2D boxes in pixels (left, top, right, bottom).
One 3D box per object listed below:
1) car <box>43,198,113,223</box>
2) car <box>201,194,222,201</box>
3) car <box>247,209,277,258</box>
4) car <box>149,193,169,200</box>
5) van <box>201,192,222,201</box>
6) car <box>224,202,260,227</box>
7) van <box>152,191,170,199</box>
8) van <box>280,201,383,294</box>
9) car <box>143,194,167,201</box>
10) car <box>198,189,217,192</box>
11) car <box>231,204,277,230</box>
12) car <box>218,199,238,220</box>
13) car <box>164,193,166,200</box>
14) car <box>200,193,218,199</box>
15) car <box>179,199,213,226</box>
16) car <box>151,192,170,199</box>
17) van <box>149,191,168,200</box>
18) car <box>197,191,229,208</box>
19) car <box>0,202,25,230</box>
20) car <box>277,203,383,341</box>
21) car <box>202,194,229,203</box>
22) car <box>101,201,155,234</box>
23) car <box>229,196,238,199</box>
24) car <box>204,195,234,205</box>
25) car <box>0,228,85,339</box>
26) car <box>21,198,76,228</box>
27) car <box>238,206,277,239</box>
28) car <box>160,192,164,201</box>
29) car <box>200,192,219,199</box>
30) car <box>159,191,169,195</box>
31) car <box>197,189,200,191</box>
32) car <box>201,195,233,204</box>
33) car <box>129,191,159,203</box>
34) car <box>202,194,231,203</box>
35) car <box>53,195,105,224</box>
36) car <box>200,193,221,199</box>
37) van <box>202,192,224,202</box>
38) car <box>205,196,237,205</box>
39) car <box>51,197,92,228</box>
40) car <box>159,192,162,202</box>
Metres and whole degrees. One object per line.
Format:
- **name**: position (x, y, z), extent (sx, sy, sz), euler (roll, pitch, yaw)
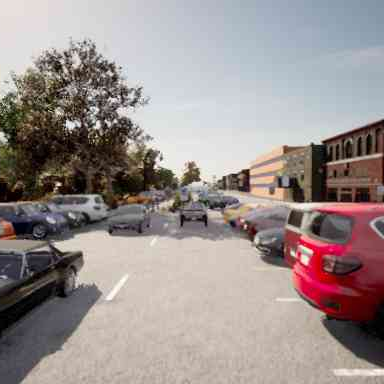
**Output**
- **car**: position (-8.501, 1.337, 25.082), extent (4.553, 1.767, 2.185), euler (0, 0, 0)
- **car**: position (4.445, 1.189, 76.537), extent (4.674, 1.452, 2.002), euler (0, 1, 0)
- **car**: position (4.550, 1.474, 11.157), extent (4.892, 1.521, 2.231), euler (0, 0, 0)
- **car**: position (-8.139, 1.070, 82.180), extent (4.792, 1.488, 2.163), euler (0, 1, 0)
- **van**: position (4.322, 0.956, 73.577), extent (4.442, 1.987, 1.878), euler (0, 0, 0)
- **car**: position (4.517, 1.496, 19.507), extent (4.792, 1.488, 2.163), euler (0, 0, 0)
- **van**: position (-8.207, 0.700, 87.818), extent (4.442, 1.987, 1.878), euler (0, 1, 0)
- **van**: position (4.659, 1.249, 8.250), extent (4.442, 1.987, 1.878), euler (0, 0, 0)
- **car**: position (-8.131, 1.181, 73.573), extent (5.008, 1.535, 2.097), euler (0, 0, 0)
- **car**: position (4.442, 0.956, 65.221), extent (5.566, 2.045, 2.435), euler (0, 0, 0)
- **car**: position (4.542, 1.509, 16.724), extent (4.674, 1.452, 2.002), euler (0, 0, 0)
- **car**: position (4.532, 1.503, 24.932), extent (4.674, 1.452, 2.002), euler (-1, 0, 0)
- **car**: position (-8.134, 1.237, 65.090), extent (4.792, 1.488, 2.163), euler (0, 0, 0)
- **car**: position (4.478, 0.965, 87.847), extent (4.674, 1.452, 2.002), euler (0, 1, 0)
- **car**: position (0.118, 1.475, 23.509), extent (2.128, 1.511, 4.902), euler (0, 0, 0)
- **car**: position (-8.068, 0.860, 84.873), extent (4.553, 1.767, 2.185), euler (0, 1, 0)
- **van**: position (-7.998, 0.872, 79.348), extent (4.442, 1.987, 1.878), euler (0, 1, 0)
- **car**: position (1.934, 1.176, 40.299), extent (2.097, 1.767, 4.553), euler (-1, 1, -31)
- **car**: position (-8.505, 1.347, 11.157), extent (4.553, 1.767, 2.185), euler (0, 0, 0)
- **car**: position (4.570, 1.225, 5.591), extent (5.566, 2.045, 2.435), euler (0, 0, 0)
- **car**: position (4.400, 1.214, 62.395), extent (5.008, 1.535, 2.097), euler (0, 0, 0)
- **car**: position (-3.558, 1.491, 19.365), extent (1.837, 1.490, 4.892), euler (0, 0, 0)
- **car**: position (4.334, 1.281, 48.266), extent (4.792, 1.488, 2.163), euler (0, 0, 0)
- **car**: position (4.378, 1.276, 53.918), extent (4.674, 1.452, 2.002), euler (0, 0, 0)
- **car**: position (-3.529, 1.598, 5.778), extent (1.895, 1.301, 4.718), euler (0, 0, 0)
- **car**: position (-8.566, 1.343, 16.602), extent (4.553, 1.767, 2.185), euler (0, 0, 0)
- **car**: position (4.573, 1.500, 13.941), extent (4.792, 1.488, 2.163), euler (0, 0, 0)
- **car**: position (-8.179, 1.215, 62.392), extent (4.892, 1.521, 2.231), euler (0, 0, 0)
- **car**: position (4.441, 0.857, 85.018), extent (4.553, 1.767, 2.185), euler (0, 1, 0)
- **car**: position (-8.118, 0.941, 70.737), extent (5.566, 2.045, 2.435), euler (0, 0, 0)
- **car**: position (4.461, 0.617, 90.666), extent (5.566, 2.045, 2.435), euler (0, 1, 0)
- **car**: position (4.203, 1.226, 56.745), extent (5.366, 1.575, 1.946), euler (0, 0, 0)
- **car**: position (-8.168, 1.110, 53.920), extent (4.553, 1.767, 2.185), euler (0, 0, 0)
- **car**: position (4.402, 1.221, 59.571), extent (5.008, 1.535, 2.097), euler (0, 0, 0)
- **car**: position (-8.562, 1.214, 22.297), extent (5.566, 2.045, 2.435), euler (0, 0, 0)
- **car**: position (4.469, 1.039, 82.196), extent (5.008, 1.535, 2.097), euler (0, 1, 0)
- **van**: position (4.305, 0.974, 68.047), extent (4.442, 1.987, 1.878), euler (0, 0, 0)
- **car**: position (4.370, 1.284, 51.093), extent (4.674, 1.452, 2.002), euler (0, 0, 0)
- **car**: position (-8.565, 1.341, 19.387), extent (4.553, 1.767, 2.185), euler (0, 0, 0)
- **car**: position (-8.186, 1.229, 56.620), extent (5.008, 1.535, 2.097), euler (0, 0, 0)
